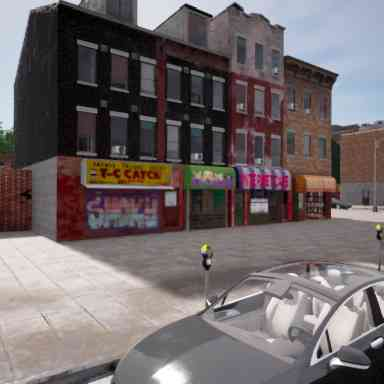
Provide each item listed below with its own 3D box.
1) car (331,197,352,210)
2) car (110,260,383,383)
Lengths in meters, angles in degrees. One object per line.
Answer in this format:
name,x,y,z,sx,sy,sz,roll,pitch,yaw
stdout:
car,16.642,1.379,39.968,1.837,1.490,4.892,0,0,-36
car,1.276,1.551,3.709,4.403,1.369,2.008,0,0,-35
